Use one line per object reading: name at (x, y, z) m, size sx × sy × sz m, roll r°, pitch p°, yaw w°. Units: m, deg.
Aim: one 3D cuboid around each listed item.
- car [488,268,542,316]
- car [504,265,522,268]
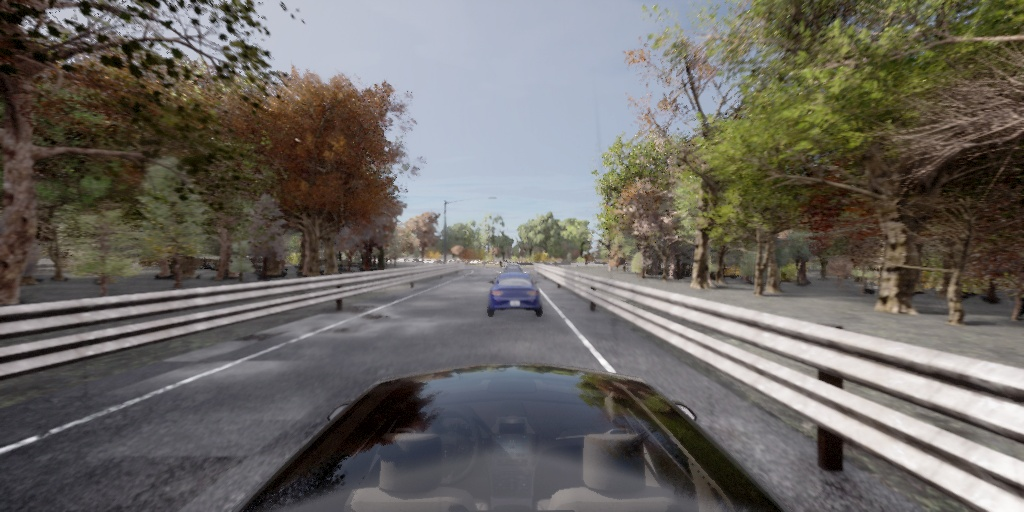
car at (0.098, 1.349, 13.689) m, size 1.812 × 1.442 × 4.674 m, roll 0°, pitch 0°, yaw 0°
car at (0.095, 1.501, 32.595) m, size 1.994 × 1.385 × 4.181 m, roll 0°, pitch 0°, yaw 0°
